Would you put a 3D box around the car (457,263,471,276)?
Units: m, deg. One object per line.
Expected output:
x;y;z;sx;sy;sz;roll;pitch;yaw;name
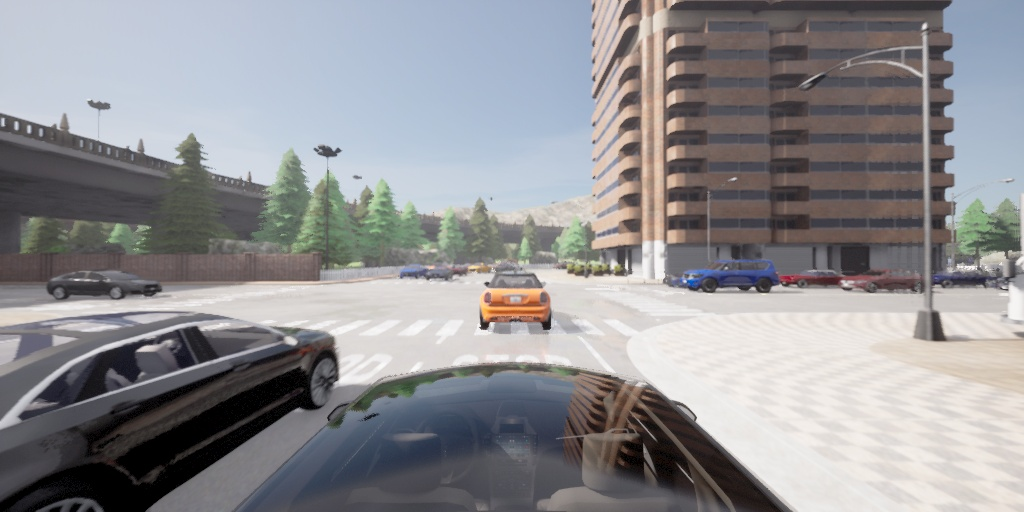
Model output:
-6.706;1.789;43.745;1.895;1.301;4.718;0;-1;5;car

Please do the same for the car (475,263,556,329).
0.101;1.263;12.146;2.097;1.767;4.553;0;-1;0;car

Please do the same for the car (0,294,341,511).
-3.400;1.258;3.307;2.128;1.511;4.902;0;-1;0;car

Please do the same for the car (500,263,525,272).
0.123;1.900;61.481;1.812;1.442;4.674;0;-1;38;car

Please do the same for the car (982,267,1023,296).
33.710;1.572;22.522;5.357;1.411;2.033;0;-1;1;car

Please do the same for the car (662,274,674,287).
13.225;1.625;26.115;4.181;1.385;1.994;0;-1;-1;car

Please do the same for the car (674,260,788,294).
13.657;1.246;22.602;5.566;2.045;2.150;0;-1;0;car

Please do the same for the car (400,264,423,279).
-10.361;1.607;38.142;1.882;1.535;5.008;0;-1;2;car

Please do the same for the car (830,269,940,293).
23.338;1.550;22.565;4.674;1.442;1.812;0;-1;0;car

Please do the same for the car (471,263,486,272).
-4.740;1.759;52.679;1.882;1.535;5.008;0;-1;21;car

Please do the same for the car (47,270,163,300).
-21.429;1.490;18.976;4.892;1.490;1.837;0;-1;0;car

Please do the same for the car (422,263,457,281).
-6.980;1.661;34.989;1.994;1.385;4.181;0;-1;1;car

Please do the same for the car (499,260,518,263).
-0.687;1.780;53.278;2.128;1.511;4.902;0;-1;23;car

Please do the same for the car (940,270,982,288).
32.142;1.662;26.032;4.718;1.301;1.895;0;-1;0;car

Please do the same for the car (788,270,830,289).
21.985;1.662;26.077;4.718;1.301;1.895;0;-1;0;car
